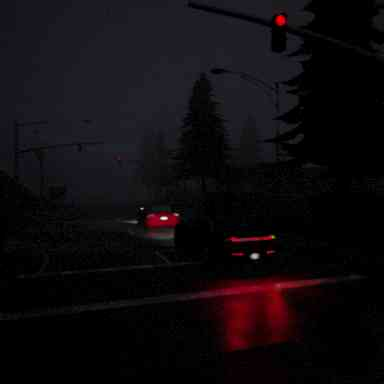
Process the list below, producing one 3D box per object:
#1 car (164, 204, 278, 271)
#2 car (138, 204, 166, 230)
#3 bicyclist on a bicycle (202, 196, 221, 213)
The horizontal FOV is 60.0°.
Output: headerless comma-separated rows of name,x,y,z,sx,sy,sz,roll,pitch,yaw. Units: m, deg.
car,0.816,1.359,10.619,2.128,1.511,4.902,-1,1,-19
car,-2.097,1.388,20.139,1.994,1.385,4.181,-1,1,-17
bicyclist on a bicycle,1.333,1.080,21.982,1.656,1.620,0.582,-1,0,-18
